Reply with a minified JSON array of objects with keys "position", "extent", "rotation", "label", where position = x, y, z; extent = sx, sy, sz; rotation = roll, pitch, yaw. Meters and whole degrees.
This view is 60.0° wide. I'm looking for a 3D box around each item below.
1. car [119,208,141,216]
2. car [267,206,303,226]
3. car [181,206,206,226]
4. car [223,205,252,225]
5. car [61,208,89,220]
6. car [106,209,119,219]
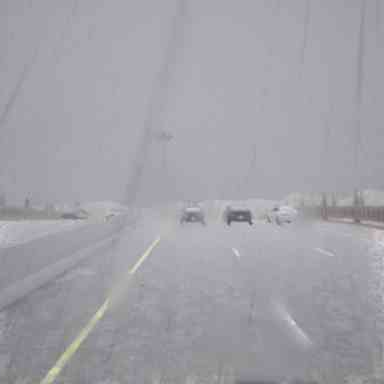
[{"position":[-7.091,2.653,41.048],"extent":[2.128,1.511,4.902],"rotation":[0,-5,0],"label":"car"},{"position":[7.094,1.807,25.679],"extent":[1.812,1.442,4.674],"rotation":[0,-1,0],"label":"car"},{"position":[0.095,1.814,26.000],"extent":[1.812,1.442,4.674],"rotation":[0,-1,0],"label":"car"},{"position":[3.594,1.794,26.929],"extent":[1.882,1.535,5.008],"rotation":[0,-2,0],"label":"car"},{"position":[-14.094,2.657,40.480],"extent":[2.033,1.411,5.357],"rotation":[0,-5,0],"label":"car"},{"position":[-10.580,3.130,47.062],"extent":[2.097,1.767,4.553],"rotation":[0,-7,0],"label":"car"}]
